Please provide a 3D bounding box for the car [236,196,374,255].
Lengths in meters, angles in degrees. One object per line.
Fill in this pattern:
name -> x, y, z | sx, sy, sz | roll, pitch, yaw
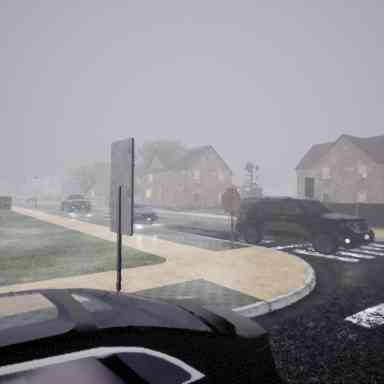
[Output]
car -> 4.314, 1.212, 13.700 | 2.150, 2.045, 5.566 | 1, 0, -40

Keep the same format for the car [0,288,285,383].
car -> -1.558, 1.492, 1.837 | 4.902, 1.511, 2.128 | 0, 0, -35

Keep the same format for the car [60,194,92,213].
car -> -13.086, 1.210, 37.257 | 2.150, 2.045, 5.566 | 1, -1, -36

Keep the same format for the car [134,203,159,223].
car -> -4.547, 1.527, 25.411 | 2.033, 1.411, 5.357 | 1, 0, -36

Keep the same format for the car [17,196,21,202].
car -> -41.217, 1.709, 80.995 | 2.128, 1.511, 4.902 | 1, -1, -36

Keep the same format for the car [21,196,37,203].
car -> -35.209, 1.564, 72.690 | 2.128, 1.511, 4.902 | 1, -1, -36
